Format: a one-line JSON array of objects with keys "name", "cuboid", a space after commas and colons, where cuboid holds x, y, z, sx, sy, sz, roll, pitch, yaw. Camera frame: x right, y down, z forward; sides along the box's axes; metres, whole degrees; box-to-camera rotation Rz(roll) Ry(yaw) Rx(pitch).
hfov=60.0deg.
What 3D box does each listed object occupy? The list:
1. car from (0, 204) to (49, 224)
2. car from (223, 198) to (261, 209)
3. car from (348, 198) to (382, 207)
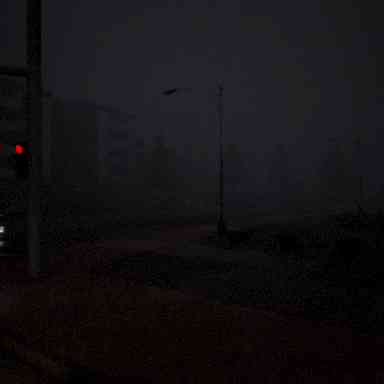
[{"name": "car", "cuboid": [-13.747, 1.672, 26.650, 1.812, 1.442, 4.674, -1, 0, 26]}, {"name": "car", "cuboid": [7.329, 1.639, 48.544, 5.357, 1.411, 2.033, 1, 3, -8]}, {"name": "car", "cuboid": [27.571, 1.590, 53.088, 5.357, 1.411, 2.033, 0, 0, -16]}]
